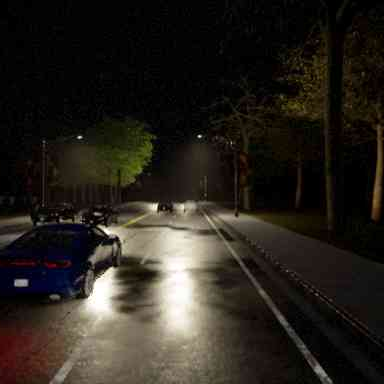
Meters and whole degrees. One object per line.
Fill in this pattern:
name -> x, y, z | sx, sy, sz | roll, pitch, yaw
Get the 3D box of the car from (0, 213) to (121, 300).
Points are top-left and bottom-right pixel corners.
car -> -3.161, 1.547, 8.624 | 1.882, 1.535, 5.008 | 0, 0, 0

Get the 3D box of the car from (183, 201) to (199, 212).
car -> -0.149, 1.894, 44.690 | 1.812, 1.442, 4.674 | 0, 0, 0

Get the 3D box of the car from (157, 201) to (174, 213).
car -> -3.331, 1.824, 42.151 | 1.882, 1.535, 5.008 | 0, 0, 0

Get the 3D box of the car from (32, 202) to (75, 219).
car -> -9.811, 1.527, 24.187 | 2.128, 1.511, 4.902 | 0, 0, 0

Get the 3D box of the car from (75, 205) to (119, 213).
car -> -6.562, 1.719, 24.084 | 1.837, 1.490, 4.892 | 0, -1, 0
